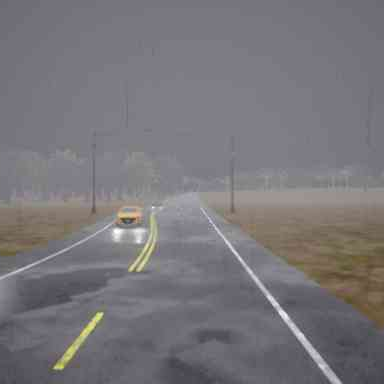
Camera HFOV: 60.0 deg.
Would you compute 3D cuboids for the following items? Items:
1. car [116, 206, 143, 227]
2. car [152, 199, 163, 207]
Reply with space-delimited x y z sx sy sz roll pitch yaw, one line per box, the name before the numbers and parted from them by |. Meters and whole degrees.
car | -4.923 1.852 26.577 1.882 1.535 5.008 0 -1 -7
car | -7.067 2.167 67.828 1.837 1.490 4.892 0 0 0
